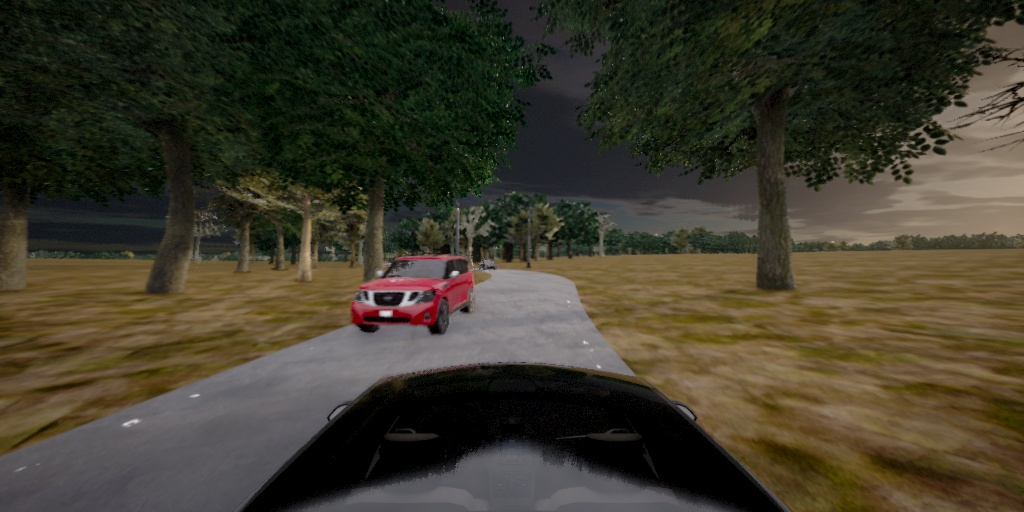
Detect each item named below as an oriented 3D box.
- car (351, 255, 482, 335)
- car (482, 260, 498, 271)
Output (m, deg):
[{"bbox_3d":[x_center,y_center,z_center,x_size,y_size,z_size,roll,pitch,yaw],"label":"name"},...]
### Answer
[{"bbox_3d":[-2.608,0.972,10.966,2.150,2.045,5.566,0,0,6],"label":"car"},{"bbox_3d":[-3.453,1.359,52.627,1.837,1.490,4.892,1,-1,-20],"label":"car"}]
